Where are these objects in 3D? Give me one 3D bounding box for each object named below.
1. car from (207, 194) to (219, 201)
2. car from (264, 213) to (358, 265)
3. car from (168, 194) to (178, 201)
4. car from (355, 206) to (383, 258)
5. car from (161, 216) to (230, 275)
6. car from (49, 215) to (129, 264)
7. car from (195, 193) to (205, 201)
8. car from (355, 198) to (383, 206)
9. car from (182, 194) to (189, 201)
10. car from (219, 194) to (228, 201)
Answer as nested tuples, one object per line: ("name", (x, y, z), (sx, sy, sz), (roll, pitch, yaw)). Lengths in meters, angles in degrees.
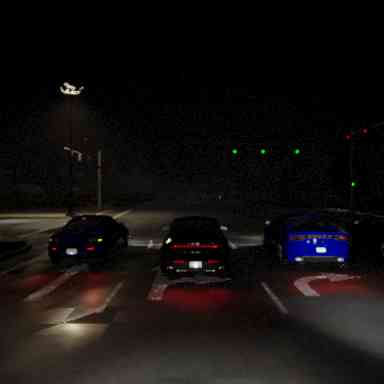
("car", (5.278, 1.547, 88.246), (1.882, 1.535, 5.008), (0, 0, 0))
("car", (3.785, 1.488, 11.856), (1.882, 1.535, 5.008), (0, 0, 3))
("car", (-5.218, 1.426, 89.058), (2.097, 1.767, 4.553), (0, 0, 0))
("car", (7.266, 1.503, 12.147), (2.128, 1.511, 4.902), (0, 0, 3))
("car", (0.093, 1.514, 10.482), (1.837, 1.490, 4.892), (0, 0, 0))
("car", (-3.480, 1.536, 11.814), (1.812, 1.442, 4.674), (0, 0, -1))
("car", (1.778, 1.547, 88.260), (1.882, 1.535, 5.008), (0, 0, 0))
("car", (22.675, 1.540, 41.648), (4.892, 1.490, 1.837), (0, 0, -1))
("car", (-1.720, 1.623, 88.691), (1.994, 1.385, 4.181), (0, 0, 0))
("car", (8.785, 1.616, 89.820), (2.033, 1.411, 5.357), (0, 0, 0))
